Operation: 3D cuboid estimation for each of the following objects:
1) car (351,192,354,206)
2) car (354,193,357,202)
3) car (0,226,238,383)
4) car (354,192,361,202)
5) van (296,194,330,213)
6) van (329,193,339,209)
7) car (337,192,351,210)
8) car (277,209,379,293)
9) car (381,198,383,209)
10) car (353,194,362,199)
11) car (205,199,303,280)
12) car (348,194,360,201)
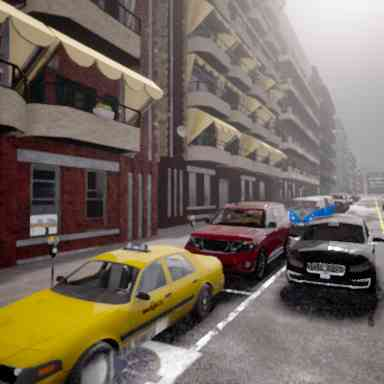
[{"bbox_3d":[17.542,1.059,39.387,2.192,1.841,5.009,1,1,29],"label":"car"},{"bbox_3d":[22.822,1.249,49.110,1.947,1.339,4.313,1,1,29],"label":"car"},{"bbox_3d":[-1.030,1.529,5.229,1.752,1.417,4.829,1,1,29],"label":"car"},{"bbox_3d":[30.748,0.923,63.682,2.192,1.841,5.009,1,1,29],"label":"car"},{"bbox_3d":[6.977,1.221,19.951,1.690,1.788,3.998,1,1,29],"label":"van"},{"bbox_3d":[9.618,1.185,24.812,1.690,1.788,3.998,1,1,29],"label":"van"},{"bbox_3d":[14.901,1.091,34.529,2.192,1.841,5.009,1,1,29],"label":"car"},{"bbox_3d":[3.867,1.442,8.910,1.837,1.490,4.892,-1,0,29],"label":"car"},{"bbox_3d":[22.842,1.039,37.885,2.097,1.767,4.553,-1,0,29],"label":"car"},{"bbox_3d":[41.312,1.116,83.124,1.802,1.307,4.206,1,1,29],"label":"car"},{"bbox_3d":[1.696,1.275,10.235,2.192,1.841,5.009,1,1,29],"label":"car"},{"bbox_3d":[33.387,1.131,68.545,1.887,1.381,4.507,1,1,29],"label":"car"}]
